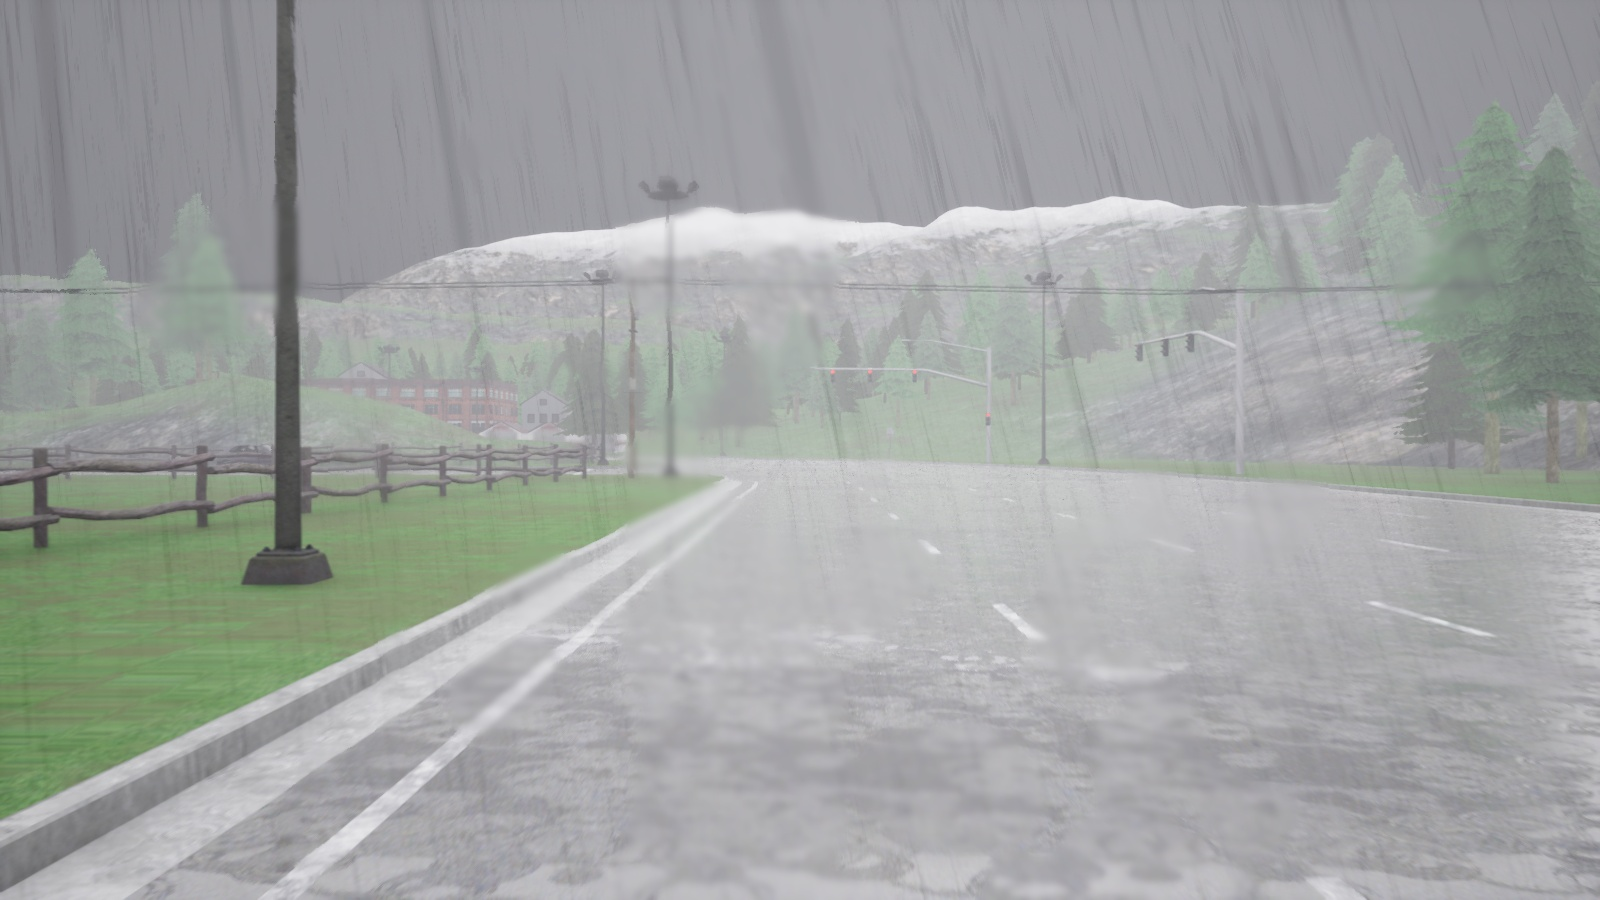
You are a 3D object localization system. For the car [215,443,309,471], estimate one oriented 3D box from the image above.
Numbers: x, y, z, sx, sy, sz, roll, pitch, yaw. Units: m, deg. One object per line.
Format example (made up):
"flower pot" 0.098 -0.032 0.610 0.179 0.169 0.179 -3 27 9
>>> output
"car" -28.306 0.364 66.177 4.193 1.474 1.816 0 0 0
